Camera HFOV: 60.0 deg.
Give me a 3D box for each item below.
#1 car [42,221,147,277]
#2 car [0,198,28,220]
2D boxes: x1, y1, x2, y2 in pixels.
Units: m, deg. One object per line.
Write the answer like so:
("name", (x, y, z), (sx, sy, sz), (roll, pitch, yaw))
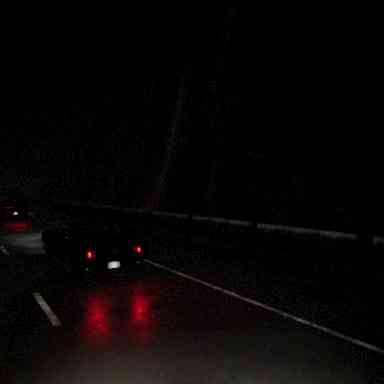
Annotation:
("car", (-3.238, 1.536, 10.239), (1.895, 1.301, 4.718), (0, 1, -35))
("car", (-14.040, 1.242, 25.841), (1.837, 1.490, 4.892), (0, 1, -35))
